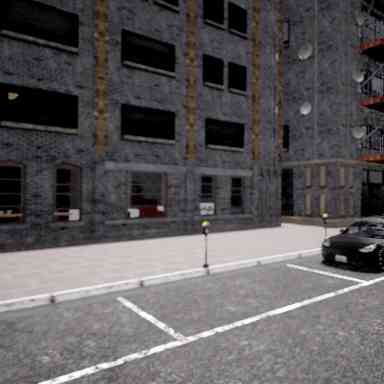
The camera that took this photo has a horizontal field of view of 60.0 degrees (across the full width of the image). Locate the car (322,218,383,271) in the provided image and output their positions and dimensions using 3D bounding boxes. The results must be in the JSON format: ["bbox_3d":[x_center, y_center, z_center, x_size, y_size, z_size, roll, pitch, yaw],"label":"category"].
[{"bbox_3d":[6.093,1.560,10.900,4.313,1.339,1.947,0,0,-36],"label":"car"}]
